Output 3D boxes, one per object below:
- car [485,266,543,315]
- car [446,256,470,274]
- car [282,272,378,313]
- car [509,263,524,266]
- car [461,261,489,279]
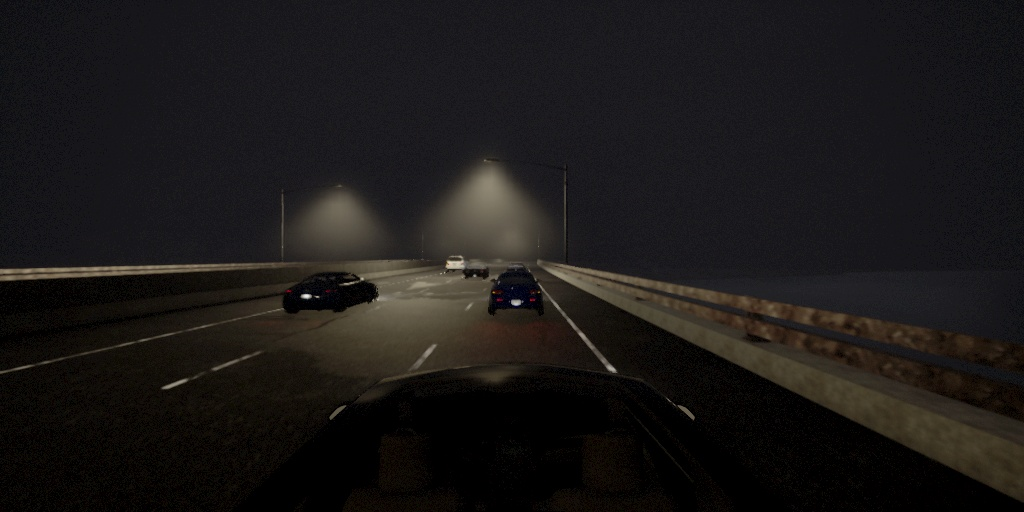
[{"bbox_3d":[0.151,1.286,13.541,1.812,1.442,4.674,0,0,0],"label":"car"},{"bbox_3d":[-6.391,1.026,42.908,2.150,2.045,5.566,0,0,1],"label":"car"},{"bbox_3d":[-6.846,1.322,13.972,1.994,1.385,4.181,0,0,0],"label":"car"},{"bbox_3d":[0.374,1.334,31.544,2.033,1.411,5.357,0,0,1],"label":"car"},{"bbox_3d":[-3.109,1.388,32.641,1.895,1.301,4.718,0,0,1],"label":"car"}]
